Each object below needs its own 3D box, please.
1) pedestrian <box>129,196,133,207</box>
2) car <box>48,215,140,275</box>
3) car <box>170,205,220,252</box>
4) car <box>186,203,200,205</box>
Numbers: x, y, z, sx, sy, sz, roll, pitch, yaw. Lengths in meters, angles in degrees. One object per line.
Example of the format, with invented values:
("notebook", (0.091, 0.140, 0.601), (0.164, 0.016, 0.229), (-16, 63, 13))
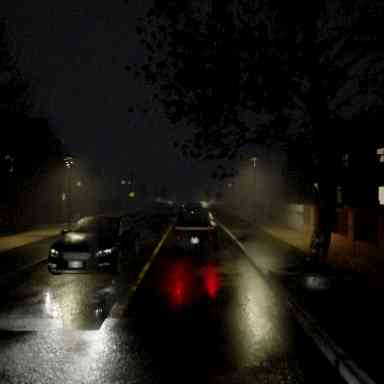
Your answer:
("pedestrian", (-9.811, 1.504, 53.172), (0.375, 1.860, 0.375), (0, -3, -1))
("car", (-2.848, 1.508, 10.575), (2.128, 1.511, 4.902), (0, 0, 0))
("car", (0.099, 1.510, 14.004), (2.128, 1.511, 4.902), (0, -1, 0))
("car", (0.100, 1.619, 28.755), (1.994, 1.385, 4.181), (0, 0, 0))
